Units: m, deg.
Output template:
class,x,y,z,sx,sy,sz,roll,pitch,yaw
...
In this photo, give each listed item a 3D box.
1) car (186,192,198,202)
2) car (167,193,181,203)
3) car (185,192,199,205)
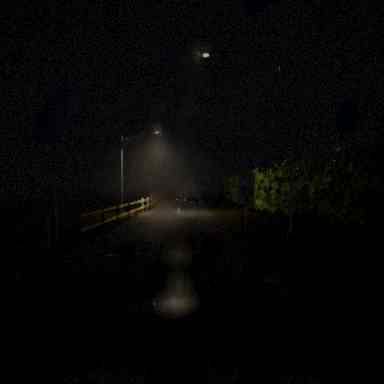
class,x,y,z,sx,sy,sz,roll,pitch,yaw
car,-0.028,0.786,57.746,2.033,1.411,5.357,0,2,0
car,-2.776,0.915,51.918,1.837,1.490,4.892,0,2,0
car,-0.023,1.028,47.332,1.837,1.490,4.892,0,1,0
